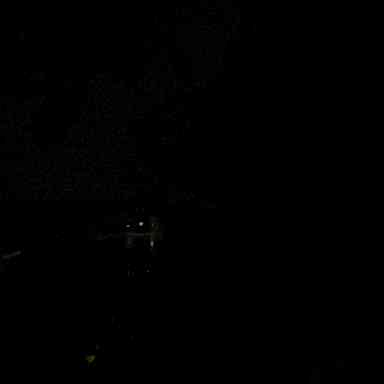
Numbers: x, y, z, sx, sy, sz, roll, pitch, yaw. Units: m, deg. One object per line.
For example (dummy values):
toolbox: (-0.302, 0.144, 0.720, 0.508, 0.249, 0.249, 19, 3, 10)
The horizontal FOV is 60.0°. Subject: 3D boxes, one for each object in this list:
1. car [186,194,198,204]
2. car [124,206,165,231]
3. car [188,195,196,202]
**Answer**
car: (0.016, 1.243, 61.724, 2.097, 1.767, 4.553, 0, 0, 0)
car: (-2.759, 1.537, 20.112, 1.994, 1.385, 4.181, 0, 0, 1)
car: (0.019, 1.303, 71.765, 1.812, 1.442, 4.674, 0, 0, 0)
